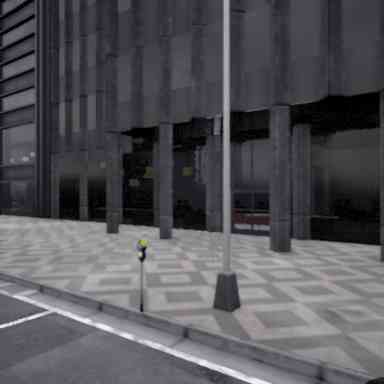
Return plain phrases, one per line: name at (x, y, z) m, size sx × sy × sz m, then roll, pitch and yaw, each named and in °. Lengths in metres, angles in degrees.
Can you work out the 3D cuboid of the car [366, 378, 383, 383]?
car at (2.643, 1.566, 1.080) m, size 4.313 × 1.339 × 1.947 m, roll 0°, pitch 0°, yaw 35°
